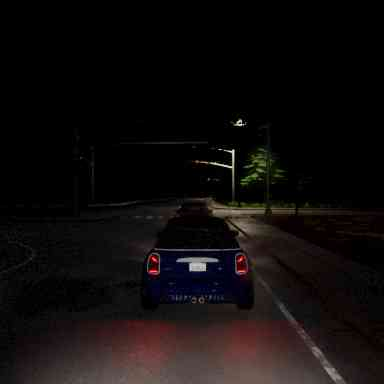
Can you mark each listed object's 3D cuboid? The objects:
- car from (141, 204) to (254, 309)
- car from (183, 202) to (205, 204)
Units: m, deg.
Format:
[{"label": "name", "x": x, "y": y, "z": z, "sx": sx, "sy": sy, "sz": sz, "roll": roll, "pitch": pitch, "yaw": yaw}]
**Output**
[{"label": "car", "x": 0.100, "y": 1.347, "z": 8.020, "sx": 2.097, "sy": 1.767, "sz": 4.553, "roll": 0, "pitch": 0, "yaw": 0}, {"label": "car", "x": 0.102, "y": 1.338, "z": 18.141, "sx": 2.097, "sy": 1.767, "sz": 4.553, "roll": 0, "pitch": 0, "yaw": 0}]
